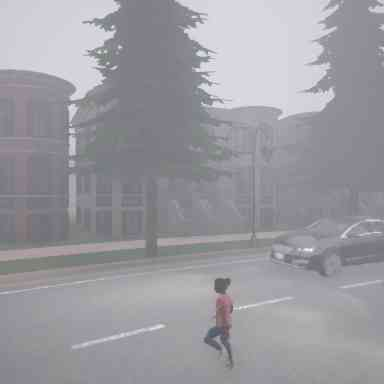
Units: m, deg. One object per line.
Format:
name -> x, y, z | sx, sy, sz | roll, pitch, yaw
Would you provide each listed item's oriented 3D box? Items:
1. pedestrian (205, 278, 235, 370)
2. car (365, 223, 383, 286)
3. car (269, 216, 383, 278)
pedestrian -> 0.407, 1.294, 4.244 | 0.375, 1.860, 0.375 | 0, 0, -32
car -> 6.308, 1.478, 7.033 | 5.008, 1.535, 1.882 | 0, 0, -23
car -> 4.648, 1.491, 10.070 | 4.902, 1.511, 2.128 | 0, 0, -23
